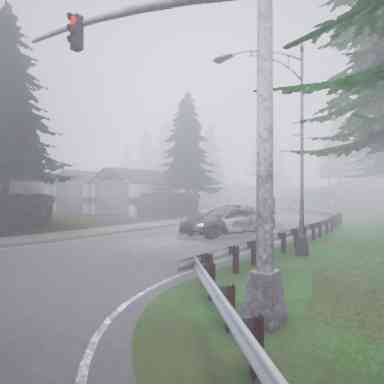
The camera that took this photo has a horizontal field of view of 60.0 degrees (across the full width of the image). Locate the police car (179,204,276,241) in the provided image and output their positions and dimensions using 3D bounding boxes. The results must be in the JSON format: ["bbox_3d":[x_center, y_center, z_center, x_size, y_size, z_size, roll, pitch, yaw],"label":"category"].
[{"bbox_3d":[1.791,1.449,16.796,4.974,1.542,2.038,0,0,-30],"label":"police car"}]
